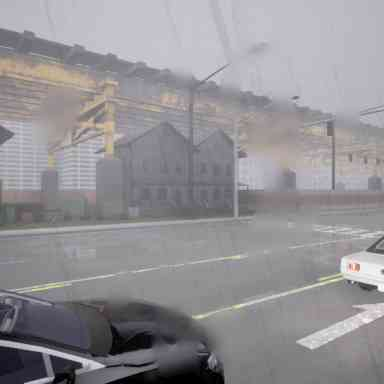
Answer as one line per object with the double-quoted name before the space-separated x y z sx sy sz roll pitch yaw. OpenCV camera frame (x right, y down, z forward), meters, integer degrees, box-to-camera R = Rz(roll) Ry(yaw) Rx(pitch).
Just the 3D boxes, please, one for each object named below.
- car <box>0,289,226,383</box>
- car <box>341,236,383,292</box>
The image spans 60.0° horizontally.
"car" -1.918 1.492 2.378 4.902 1.511 2.128 0 0 -35
"car" 5.602 1.601 7.759 4.718 1.301 1.895 0 0 -35
